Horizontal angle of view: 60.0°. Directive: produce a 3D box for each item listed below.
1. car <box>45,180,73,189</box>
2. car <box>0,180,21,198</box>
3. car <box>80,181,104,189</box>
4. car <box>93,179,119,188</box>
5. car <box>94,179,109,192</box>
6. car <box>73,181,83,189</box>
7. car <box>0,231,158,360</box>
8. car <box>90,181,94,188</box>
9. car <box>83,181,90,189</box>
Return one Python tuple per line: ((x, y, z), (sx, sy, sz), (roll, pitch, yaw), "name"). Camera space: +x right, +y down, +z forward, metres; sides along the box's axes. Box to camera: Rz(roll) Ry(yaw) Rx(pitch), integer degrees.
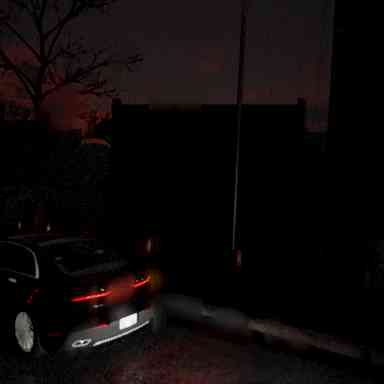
((-26.700, -1.517, 65.777), (4.553, 1.767, 2.185), (3, 3, 20), "car")
((-21.693, -0.306, 37.109), (2.150, 2.045, 5.566), (3, 2, 9), "car")
((-22.886, -1.672, 76.135), (4.892, 1.521, 2.231), (3, 3, 20), "car")
((-20.970, -2.080, 81.295), (5.566, 2.045, 2.435), (3, 3, 20), "car")
((-14.986, -0.964, 61.551), (2.150, 2.045, 5.566), (3, 3, 21), "car")
((-25.775, -1.459, 68.383), (5.008, 1.535, 2.097), (3, 2, 20), "car")
((-2.775, 1.470, 5.991), (4.892, 1.490, 1.837), (1, 1, 38), "car")
((-23.810, -1.724, 73.529), (4.553, 1.767, 2.185), (3, 3, 20), "car")
((-24.807, -1.489, 70.963), (4.674, 1.452, 2.002), (3, 3, 20), "car")
